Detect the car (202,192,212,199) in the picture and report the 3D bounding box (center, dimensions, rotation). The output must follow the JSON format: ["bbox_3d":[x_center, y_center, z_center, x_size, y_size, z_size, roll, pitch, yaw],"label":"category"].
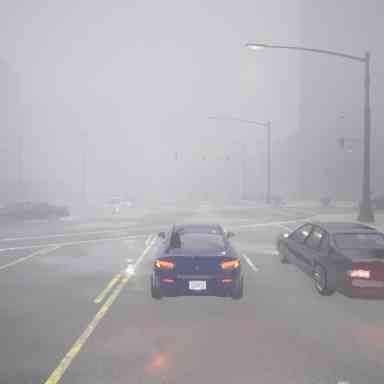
[{"bbox_3d":[3.439,0.846,76.324,1.994,1.385,4.181,0,0,0],"label":"car"}]

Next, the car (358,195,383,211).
[{"bbox_3d":[19.005,1.012,32.761,5.008,1.535,1.882,0,1,1],"label":"car"}]

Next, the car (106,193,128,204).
[{"bbox_3d":[-10.605,0.933,46.143,1.812,1.442,4.674,0,0,0],"label":"car"}]

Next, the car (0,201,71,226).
[{"bbox_3d":[-10.614,1.279,21.362,2.033,1.411,5.357,1,1,41],"label":"car"}]

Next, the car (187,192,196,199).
[{"bbox_3d":[-0.061,0.773,75.024,1.882,1.535,5.008,0,0,0],"label":"car"}]

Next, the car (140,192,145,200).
[{"bbox_3d":[-10.577,0.801,66.075,1.882,1.535,5.008,0,0,0],"label":"car"}]

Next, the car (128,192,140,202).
[{"bbox_3d":[-10.605,0.845,55.922,2.128,1.511,4.902,0,0,0],"label":"car"}]

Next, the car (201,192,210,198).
[{"bbox_3d":[3.430,0.804,86.277,2.033,1.411,5.357,0,0,0],"label":"car"}]

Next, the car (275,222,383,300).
[{"bbox_3d":[3.603,1.461,8.396,2.033,1.411,5.357,0,1,0],"label":"car"}]

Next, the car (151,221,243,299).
[{"bbox_3d":[0.104,1.440,8.126,1.812,1.442,4.674,0,1,0],"label":"car"}]
